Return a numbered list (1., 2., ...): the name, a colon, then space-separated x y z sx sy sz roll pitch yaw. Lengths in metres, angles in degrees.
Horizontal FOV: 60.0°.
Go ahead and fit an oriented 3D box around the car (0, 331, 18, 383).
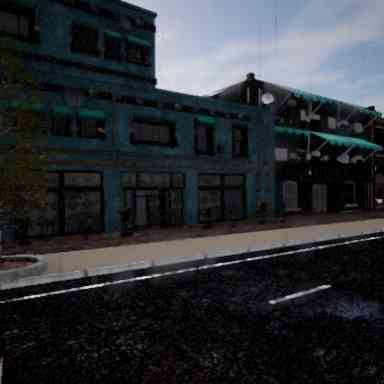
1. car: -3.401 1.501 1.260 4.902 1.511 2.128 0 0 -35
